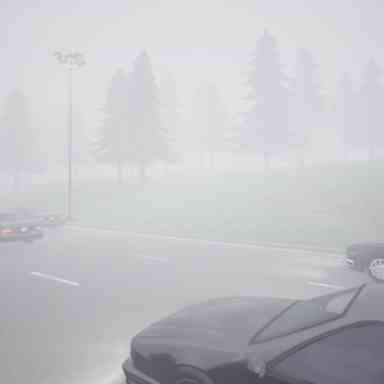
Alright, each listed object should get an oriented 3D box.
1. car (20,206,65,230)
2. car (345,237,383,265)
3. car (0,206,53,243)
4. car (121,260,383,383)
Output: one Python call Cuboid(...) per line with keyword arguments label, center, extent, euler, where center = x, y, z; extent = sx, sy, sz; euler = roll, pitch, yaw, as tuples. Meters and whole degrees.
Cuboid(label="car", center=(-9.734, 1.513, 19.690), extent=(5.357, 1.411, 2.033), euler=(0, 0, 36))
Cuboid(label="car", center=(6.395, 1.519, 8.055), extent=(4.892, 1.490, 1.837), euler=(0, 0, 35))
Cuboid(label="car", center=(-8.655, 1.518, 14.585), extent=(5.357, 1.411, 2.033), euler=(0, 0, 36))
Cuboid(label="car", center=(1.874, 1.552, 2.659), extent=(5.357, 1.411, 2.033), euler=(0, 0, 36))
